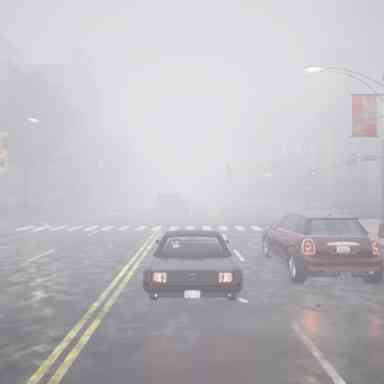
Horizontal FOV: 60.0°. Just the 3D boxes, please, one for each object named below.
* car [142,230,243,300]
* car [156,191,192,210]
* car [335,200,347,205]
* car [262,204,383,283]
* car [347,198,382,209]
[{"bbox_3d":[0.011,1.597,8.352,1.895,1.301,4.718,0,0,0],"label":"car"},{"bbox_3d":[-2.589,1.203,43.777,2.150,2.045,5.566,1,0,26],"label":"car"},{"bbox_3d":[22.678,1.528,45.927,5.357,1.411,2.033,0,0,0],"label":"car"},{"bbox_3d":[3.503,1.348,9.834,2.097,1.767,4.553,0,0,0],"label":"car"},{"bbox_3d":[22.600,1.546,42.427,4.181,1.385,1.994,0,0,0],"label":"car"}]
